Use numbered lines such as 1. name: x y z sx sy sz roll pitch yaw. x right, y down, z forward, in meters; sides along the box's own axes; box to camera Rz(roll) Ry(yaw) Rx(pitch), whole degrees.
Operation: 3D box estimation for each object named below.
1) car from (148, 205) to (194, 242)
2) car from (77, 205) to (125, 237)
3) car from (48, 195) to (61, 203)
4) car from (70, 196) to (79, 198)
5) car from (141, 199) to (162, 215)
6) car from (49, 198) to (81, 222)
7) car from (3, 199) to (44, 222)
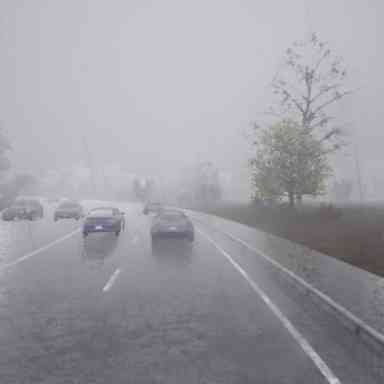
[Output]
1. car: -1.041 1.567 16.640 1.994 1.385 4.181 0 0 -6
2. car: -4.733 1.536 18.193 1.812 1.442 4.674 0 0 -7
3. car: -27.075 1.375 65.678 2.097 1.767 4.553 0 0 -28
4. car: -23.209 1.498 65.800 1.882 1.535 5.008 0 0 -26
5. car: -4.075 1.502 33.992 2.128 1.511 4.902 0 0 -13
6. car: -9.932 1.522 27.057 1.837 1.490 4.892 0 0 -11
7. car: -13.458 1.374 26.801 2.097 1.767 4.553 0 0 -11
